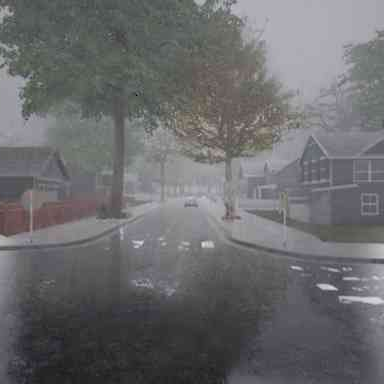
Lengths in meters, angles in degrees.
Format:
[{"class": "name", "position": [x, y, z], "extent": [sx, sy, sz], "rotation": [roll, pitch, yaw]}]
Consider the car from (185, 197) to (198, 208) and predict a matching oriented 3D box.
[{"class": "car", "position": [-0.132, 1.719, 52.183], "extent": [1.994, 1.385, 4.181], "rotation": [0, 0, 0]}]

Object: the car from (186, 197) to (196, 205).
[{"class": "car", "position": [-0.158, 1.709, 62.189], "extent": [1.812, 1.442, 4.674], "rotation": [0, 0, 0]}]
